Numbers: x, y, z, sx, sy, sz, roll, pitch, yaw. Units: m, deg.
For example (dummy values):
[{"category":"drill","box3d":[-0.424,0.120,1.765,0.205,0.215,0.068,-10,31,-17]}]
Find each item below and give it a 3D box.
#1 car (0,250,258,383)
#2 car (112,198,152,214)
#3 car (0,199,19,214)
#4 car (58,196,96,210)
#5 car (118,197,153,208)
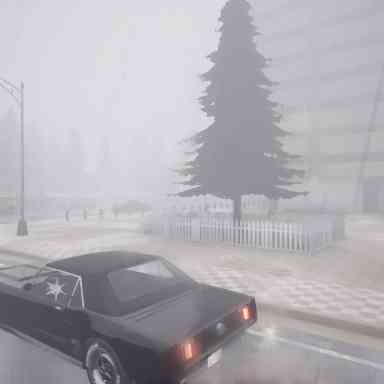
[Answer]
[{"category":"car","box3d":[-1.538,1.601,5.108,4.718,1.301,1.895,0,0,36]},{"category":"car","box3d":[-6.291,1.525,35.194,1.812,1.442,4.674,0,0,36]},{"category":"car","box3d":[-20.406,1.478,33.896,1.882,1.535,5.008,0,0,36]},{"category":"car","box3d":[-14.505,1.352,42.068,2.097,1.767,4.553,0,0,36]},{"category":"car","box3d":[-8.490,1.547,50.392,2.033,1.411,5.357,0,0,36]}]
